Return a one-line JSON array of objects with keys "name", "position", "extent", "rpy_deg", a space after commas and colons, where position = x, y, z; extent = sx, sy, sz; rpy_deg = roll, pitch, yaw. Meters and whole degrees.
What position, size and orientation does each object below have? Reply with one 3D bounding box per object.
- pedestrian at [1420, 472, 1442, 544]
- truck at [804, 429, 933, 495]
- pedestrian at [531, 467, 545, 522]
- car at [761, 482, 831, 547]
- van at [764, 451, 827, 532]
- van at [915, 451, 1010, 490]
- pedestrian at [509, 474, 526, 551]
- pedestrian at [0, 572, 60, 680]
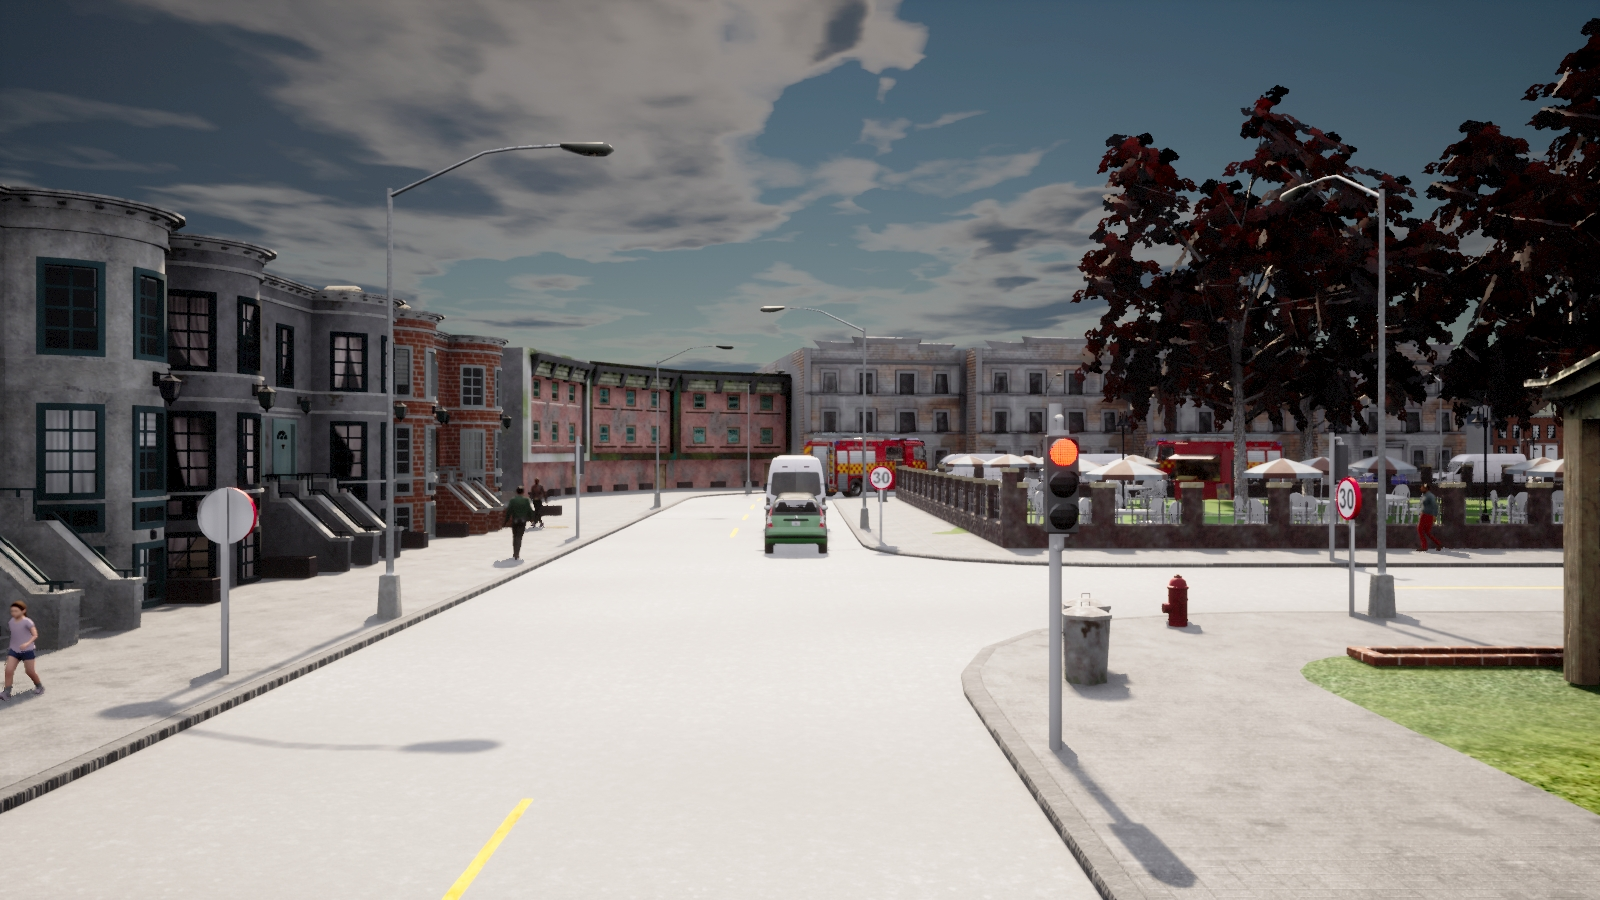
[{"name": "pedestrian", "position": [16.543, 1.517, 29.969], "extent": [0.375, 1.860, 0.375], "rpy_deg": [0, 0, 1]}, {"name": "truck", "position": [4.295, 0.672, 70.228], "extent": [8.468, 3.827, 2.891], "rpy_deg": [0, 0, -43]}, {"name": "pedestrian", "position": [-8.965, 1.524, 39.091], "extent": [0.375, 1.860, 0.375], "rpy_deg": [0, 0, 8]}, {"name": "car", "position": [-0.119, 1.779, 32.373], "extent": [1.851, 1.617, 3.988], "rpy_deg": [0, 0, 0]}, {"name": "van", "position": [-0.147, 1.315, 39.074], "extent": [1.988, 2.561, 5.915], "rpy_deg": [0, 0, 0]}, {"name": "van", "position": [10.550, 1.314, 74.428], "extent": [5.915, 2.561, 1.988], "rpy_deg": [0, 0, 0]}, {"name": "pedestrian", "position": [-6.925, 1.524, 28.002], "extent": [0.375, 1.860, 0.375], "rpy_deg": [0, 0, -9]}, {"name": "pedestrian", "position": [-8.457, 1.904, 12.427], "extent": [0.500, 1.100, 0.500], "rpy_deg": [0, 0, -2]}]
